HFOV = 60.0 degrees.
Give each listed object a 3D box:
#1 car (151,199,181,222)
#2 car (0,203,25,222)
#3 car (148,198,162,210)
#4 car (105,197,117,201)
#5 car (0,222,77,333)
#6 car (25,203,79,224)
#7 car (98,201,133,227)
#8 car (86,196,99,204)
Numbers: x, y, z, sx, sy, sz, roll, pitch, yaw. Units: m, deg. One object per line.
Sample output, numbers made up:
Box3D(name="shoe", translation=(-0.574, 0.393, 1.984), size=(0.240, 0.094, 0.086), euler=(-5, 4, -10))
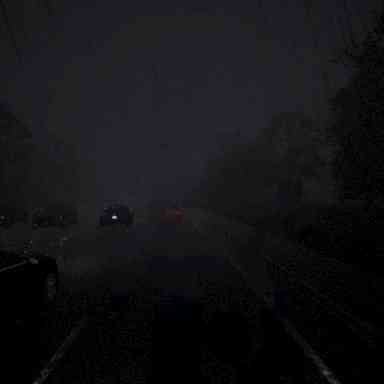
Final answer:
Box3D(name="car", translation=(-1.960, 1.539, 25.909), size=(2.033, 1.411, 5.357), euler=(0, 0, -7))
Box3D(name="car", translation=(-12.208, 1.495, 21.723), size=(2.128, 1.511, 4.902), euler=(0, 0, -7))
Box3D(name="car", translation=(-4.522, 1.477, 42.689), size=(2.128, 1.511, 4.902), euler=(0, 0, -9))
Box3D(name="car", translation=(-14.912, 1.546, 61.348), size=(1.994, 1.385, 4.181), euler=(0, 0, -9))
Box3D(name="car", translation=(-3.611, 1.495, 4.965), size=(2.128, 1.511, 4.902), euler=(0, 0, -2))
Box3D(name="car", translation=(-8.641, 1.478, 21.364), size=(1.882, 1.535, 5.008), euler=(0, 0, -7))
Box3D(name="car", translation=(-5.131, 1.560, 22.966), size=(1.994, 1.385, 4.181), euler=(0, 0, -7))
Box3D(name="car", translation=(-18.680, 1.487, 62.752), size=(1.837, 1.490, 4.892), euler=(0, 0, -9))
